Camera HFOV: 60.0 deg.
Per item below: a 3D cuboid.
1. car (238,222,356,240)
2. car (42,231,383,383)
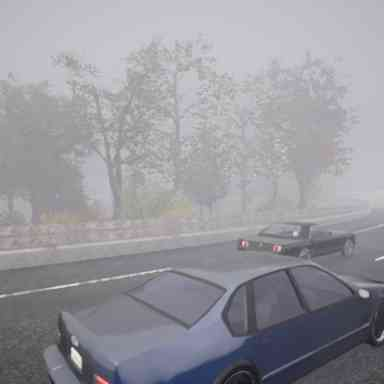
[{"bbox_3d":[3.797,1.669,11.431,4.718,1.301,1.895,0,0,-40],"label":"car"},{"bbox_3d":[0.932,1.576,4.586,5.357,1.411,2.033,0,0,-37],"label":"car"}]
